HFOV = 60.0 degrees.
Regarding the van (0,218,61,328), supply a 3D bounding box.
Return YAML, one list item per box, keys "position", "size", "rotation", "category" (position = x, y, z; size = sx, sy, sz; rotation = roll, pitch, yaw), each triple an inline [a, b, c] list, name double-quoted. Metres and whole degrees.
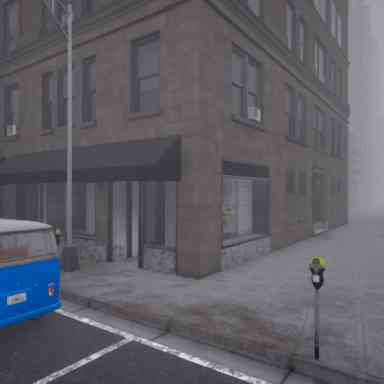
- position: [-4.088, 1.340, 5.994]
  size: [3.998, 1.788, 1.690]
  rotation: [0, 0, 35]
  category: "van"
